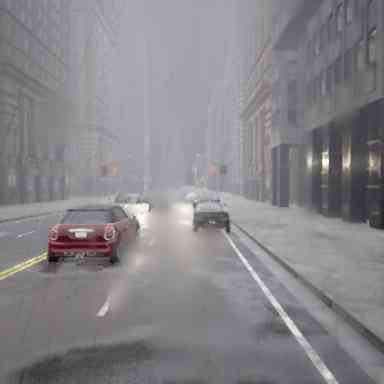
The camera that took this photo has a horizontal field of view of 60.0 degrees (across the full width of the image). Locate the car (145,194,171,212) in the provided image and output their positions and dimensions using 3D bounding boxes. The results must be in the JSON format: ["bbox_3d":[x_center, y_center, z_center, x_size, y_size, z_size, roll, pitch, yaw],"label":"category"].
[{"bbox_3d":[-3.159,1.184,33.354,1.994,1.385,4.181,0,1,0],"label":"car"}]

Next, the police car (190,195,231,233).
[{"bbox_3d":[0.971,1.217,18.255,1.930,1.638,5.238,0,1,0],"label":"police car"}]

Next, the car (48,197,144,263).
[{"bbox_3d":[-3.153,1.219,11.587,2.097,1.767,4.553,0,1,0],"label":"car"}]

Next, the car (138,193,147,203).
[{"bbox_3d":[-6.582,0.985,45.779,1.837,1.490,4.892,0,0,0],"label":"car"}]

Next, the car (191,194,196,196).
[{"bbox_3d":[0.967,1.185,28.146,1.837,1.490,4.892,0,1,0],"label":"car"}]

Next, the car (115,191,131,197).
[{"bbox_3d":[-9.830,0.965,47.552,1.837,1.490,4.892,0,0,0],"label":"car"}]

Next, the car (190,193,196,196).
[{"bbox_3d":[0.966,1.116,34.146,1.837,1.490,4.892,0,1,0],"label":"car"}]

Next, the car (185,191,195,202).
[{"bbox_3d":[-0.009,0.906,54.366,1.812,1.442,4.674,0,1,0],"label":"car"}]

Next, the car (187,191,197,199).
[{"bbox_3d":[-0.017,0.575,69.579,1.882,1.535,5.008,0,1,0],"label":"car"}]
